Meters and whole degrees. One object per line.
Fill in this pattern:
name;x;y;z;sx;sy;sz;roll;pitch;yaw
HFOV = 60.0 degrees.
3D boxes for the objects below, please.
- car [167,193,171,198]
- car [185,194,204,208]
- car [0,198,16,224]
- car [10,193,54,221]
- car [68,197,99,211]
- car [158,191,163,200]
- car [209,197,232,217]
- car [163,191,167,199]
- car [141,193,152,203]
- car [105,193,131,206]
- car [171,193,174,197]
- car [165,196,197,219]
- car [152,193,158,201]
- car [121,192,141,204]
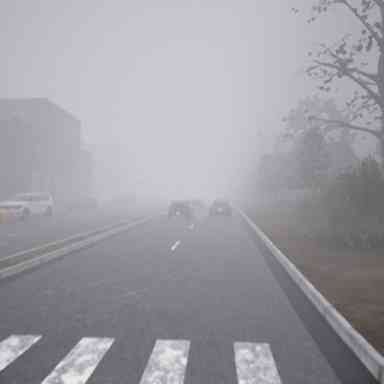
car;-7.634;0.861;86.404;2.435;2.045;5.566;0;0;5
car;0.554;1.351;43.613;1.812;1.442;4.674;0;0;5
car;-13.427;1.354;20.199;1.946;1.575;5.366;0;0;5
car;-12.918;1.085;25.985;2.435;2.045;5.566;0;0;5
car;-11.960;1.325;36.990;2.163;1.488;4.792;0;0;5
car;-8.591;1.027;75.455;2.185;1.767;4.553;0;0;5
car;2.540;1.438;29.805;1.994;1.385;4.181;0;0;5
car;-8.128;1.130;80.744;1.946;1.575;5.366;0;0;5
car;-9.746;1.200;62.895;2.231;1.521;4.892;0;0;6
car;-10.990;1.255;48.036;2.231;1.521;4.892;0;0;5
car;-7.139;1.092;92.067;2.231;1.521;4.892;0;0;5
car;-0.865;1.392;28.159;1.837;1.490;4.892;0;0;5
car;-9.092;1.171;69.736;1.946;1.575;5.366;0;0;5
car;-10.512;0.983;53.504;2.435;2.045;5.566;0;0;5
